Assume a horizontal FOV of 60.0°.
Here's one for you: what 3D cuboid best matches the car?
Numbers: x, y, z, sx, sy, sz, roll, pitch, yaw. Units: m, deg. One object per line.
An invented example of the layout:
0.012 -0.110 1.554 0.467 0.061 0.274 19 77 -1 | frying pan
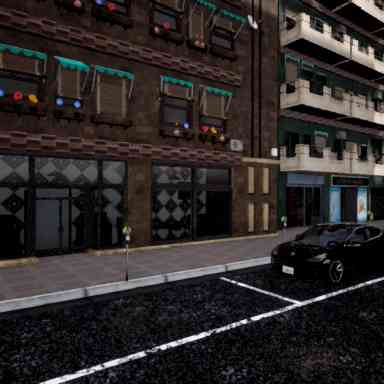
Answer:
4.160 1.566 9.530 4.313 1.339 1.947 0 0 -36 | car
